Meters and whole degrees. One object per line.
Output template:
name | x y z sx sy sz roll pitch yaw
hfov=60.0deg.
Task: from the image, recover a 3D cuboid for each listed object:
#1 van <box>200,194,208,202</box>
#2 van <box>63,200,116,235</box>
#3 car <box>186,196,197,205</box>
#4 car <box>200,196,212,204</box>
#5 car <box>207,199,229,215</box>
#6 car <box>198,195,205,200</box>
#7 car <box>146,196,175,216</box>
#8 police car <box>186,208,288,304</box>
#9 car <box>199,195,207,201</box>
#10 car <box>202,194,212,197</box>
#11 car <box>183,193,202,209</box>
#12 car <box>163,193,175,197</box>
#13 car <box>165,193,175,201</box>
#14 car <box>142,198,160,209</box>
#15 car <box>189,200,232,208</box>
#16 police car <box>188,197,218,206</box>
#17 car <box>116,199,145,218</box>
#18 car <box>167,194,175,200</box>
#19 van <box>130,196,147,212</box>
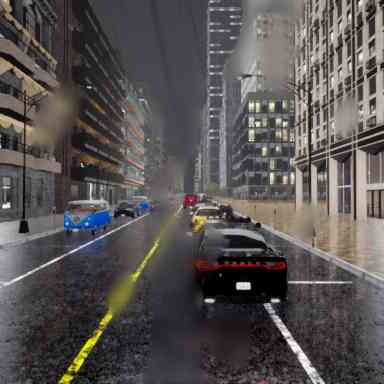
van | 2.659 1.289 75.212 1.690 1.788 3.998 1 0 0
van | -5.687 1.341 18.337 1.690 1.788 3.998 1 0 0
car | -0.047 1.475 58.699 1.837 1.490 4.892 0 0 0
car | 2.654 1.514 63.816 2.008 1.369 4.403 1 0 0
car | 2.676 1.545 35.325 2.008 1.369 4.403 1 0 0
car | 2.599 1.501 92.305 1.802 1.307 4.206 1 0 0
car | -3.027 1.473 33.101 1.882 1.535 5.008 0 0 0
police car | 0.892 1.427 8.357 1.930 1.638 5.238 0 0 0
car | 2.617 1.505 80.910 1.947 1.339 4.313 1 0 0
car | 2.663 1.286 58.118 2.192 1.841 5.009 1 0 0
car | -0.027 1.207 45.669 2.150 2.045 5.566 0 0 1
car | -5.730 1.263 75.327 2.192 1.841 5.009 1 0 0
car | -5.739 1.244 86.723 2.192 1.841 5.009 1 0 0
car | -5.713 1.535 46.833 2.008 1.369 4.403 1 0 0
car | 0.885 1.455 18.439 1.801 1.575 5.366 0 0 0
police car | 0.880 1.424 24.360 1.930 1.638 5.238 0 0 0
car | -5.700 1.563 29.738 1.947 1.339 4.313 1 0 0
car | -5.746 1.359 92.423 1.967 1.590 4.097 1 0 0
van | -5.700 1.335 35.436 1.690 1.788 3.998 1 0 0
